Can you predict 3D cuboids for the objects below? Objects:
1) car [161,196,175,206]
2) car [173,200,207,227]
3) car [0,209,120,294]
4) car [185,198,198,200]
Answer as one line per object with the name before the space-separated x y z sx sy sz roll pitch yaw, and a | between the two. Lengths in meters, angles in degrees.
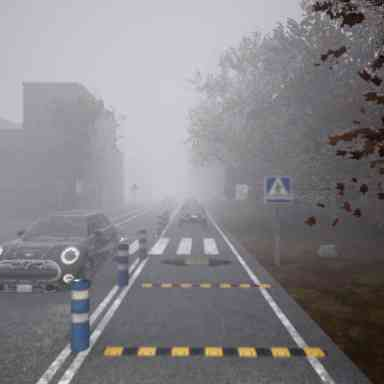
car | -3.551 1.351 49.458 2.033 1.411 5.357 0 0 0
car | 0.049 1.488 22.341 2.033 1.411 5.357 0 0 0
car | -3.362 1.330 8.912 2.097 1.767 4.553 0 0 0
car | -0.070 1.409 43.151 1.994 1.385 4.181 0 0 0
